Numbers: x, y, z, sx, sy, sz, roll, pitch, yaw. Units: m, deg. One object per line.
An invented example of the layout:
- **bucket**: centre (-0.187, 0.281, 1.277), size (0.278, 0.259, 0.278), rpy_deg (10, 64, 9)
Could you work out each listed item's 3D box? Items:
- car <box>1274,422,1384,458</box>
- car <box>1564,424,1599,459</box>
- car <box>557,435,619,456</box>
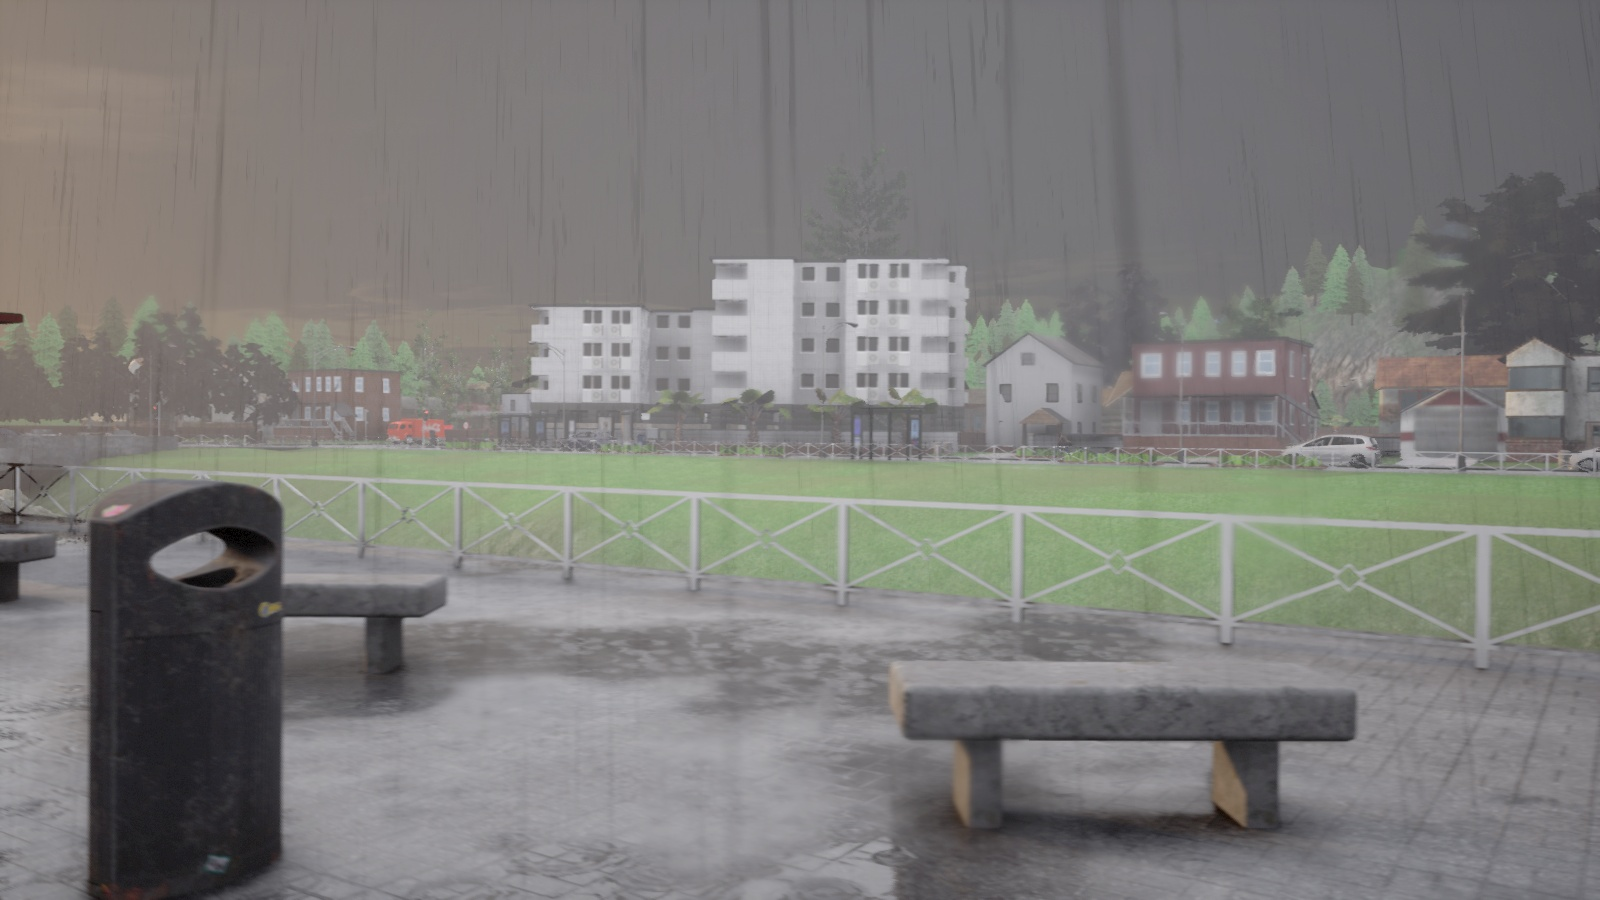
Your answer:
- **car**: centre (25.756, -0.492, 61.174), size (4.611, 1.667, 2.242), rpy_deg (0, 1, 34)
- **car**: centre (35.828, -0.390, 54.481), size (4.514, 1.525, 2.007), rpy_deg (0, 1, 34)
- **car**: centre (-14.912, -0.324, 88.209), size (4.193, 1.474, 1.816), rpy_deg (0, 1, 34)
